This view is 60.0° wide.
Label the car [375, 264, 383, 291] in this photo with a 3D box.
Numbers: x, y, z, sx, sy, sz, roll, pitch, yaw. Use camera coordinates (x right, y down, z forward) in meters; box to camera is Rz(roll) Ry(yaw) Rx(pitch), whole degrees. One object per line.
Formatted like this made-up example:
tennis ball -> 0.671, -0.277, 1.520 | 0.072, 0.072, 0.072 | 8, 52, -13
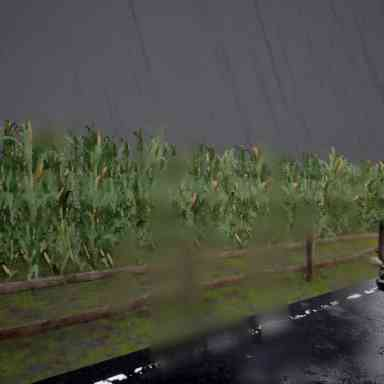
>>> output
car -> 6.384, 1.547, 7.655 | 5.357, 1.411, 2.033 | 0, 0, -36
